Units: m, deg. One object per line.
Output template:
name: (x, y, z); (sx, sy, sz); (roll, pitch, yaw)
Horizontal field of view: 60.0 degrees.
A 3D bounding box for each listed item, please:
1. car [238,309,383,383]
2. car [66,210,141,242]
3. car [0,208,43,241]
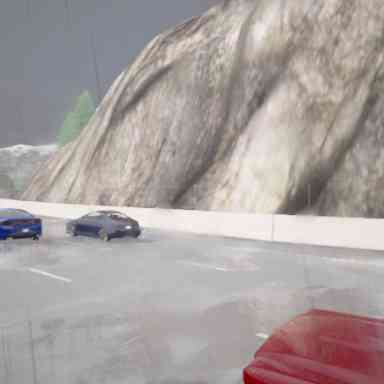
car: (2.669, 1.609, 2.145); (4.718, 1.301, 1.895); (0, 0, 35)
car: (-4.460, 1.594, 16.602); (4.181, 1.385, 1.994); (0, 0, 40)
car: (-9.002, 1.501, 15.909); (5.008, 1.535, 1.882); (0, 0, 41)
